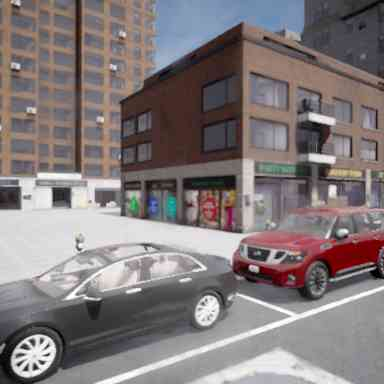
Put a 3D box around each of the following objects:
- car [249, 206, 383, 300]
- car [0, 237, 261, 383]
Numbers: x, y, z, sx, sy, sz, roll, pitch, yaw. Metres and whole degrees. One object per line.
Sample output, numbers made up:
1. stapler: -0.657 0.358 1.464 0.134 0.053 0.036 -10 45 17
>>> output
1. car: 3.379 1.334 8.601 5.009 1.841 2.192 0 0 -36
2. car: -1.230 1.556 5.311 4.403 1.369 2.008 0 0 -36
